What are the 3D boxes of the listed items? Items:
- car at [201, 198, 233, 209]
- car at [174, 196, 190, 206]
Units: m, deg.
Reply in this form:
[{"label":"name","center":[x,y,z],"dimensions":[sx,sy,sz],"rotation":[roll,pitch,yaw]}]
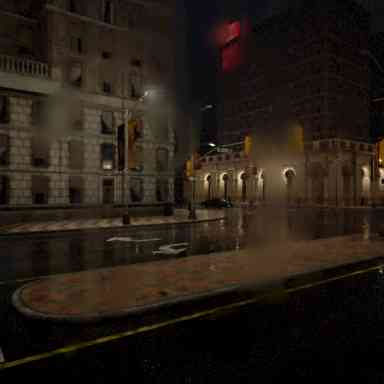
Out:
[{"label":"car","center":[3.438,1.545,46.936],"dimensions":[2.033,1.411,5.357],"rotation":[0,0,-36]},{"label":"car","center":[-2.131,1.523,54.791],"dimensions":[1.812,1.442,4.674],"rotation":[0,0,-35]}]
